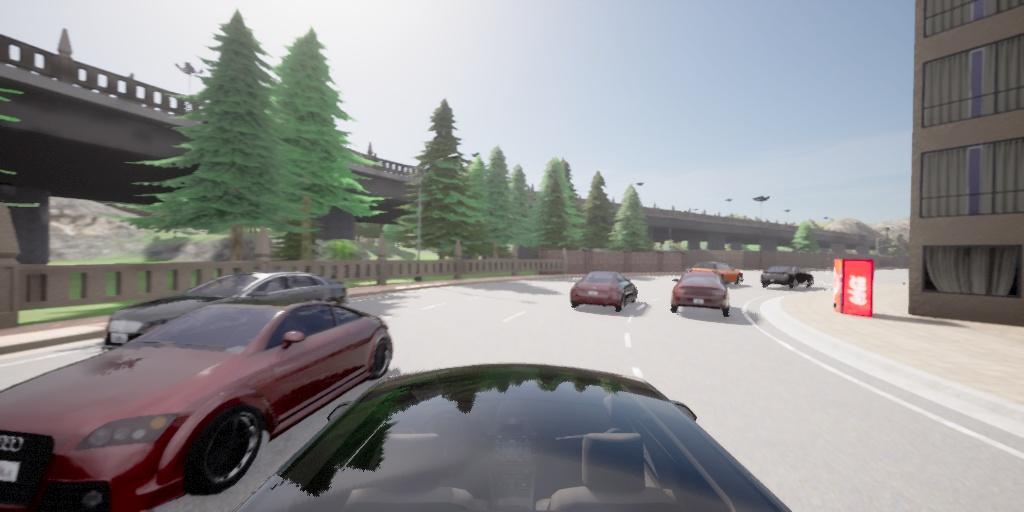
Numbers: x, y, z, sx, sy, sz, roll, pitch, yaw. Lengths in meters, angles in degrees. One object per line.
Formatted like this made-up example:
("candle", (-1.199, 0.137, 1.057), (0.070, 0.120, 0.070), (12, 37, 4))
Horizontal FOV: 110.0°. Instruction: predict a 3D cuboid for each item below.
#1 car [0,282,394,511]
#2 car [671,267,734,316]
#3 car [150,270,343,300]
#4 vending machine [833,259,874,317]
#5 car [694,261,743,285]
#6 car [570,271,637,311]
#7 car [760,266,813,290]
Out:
("car", (-3.158, 1.247, 4.379), (1.994, 1.385, 4.181), (1, 0, 8))
("car", (7.250, 1.332, 13.791), (1.812, 1.442, 4.674), (1, 0, 29))
("car", (-5.996, 1.106, 8.372), (2.128, 1.511, 4.902), (1, 0, 13))
("vending machine", (11.713, 1.083, 12.336), (1.100, 2.100, 0.880), (0, 0, 33))
("car", (14.866, 1.219, 26.118), (4.553, 1.767, 2.097), (1, 0, -36))
("car", (3.836, 1.308, 14.696), (1.994, 1.385, 4.181), (1, 0, 27))
("car", (19.022, 1.434, 24.776), (4.902, 1.511, 2.128), (1, 0, -34))
